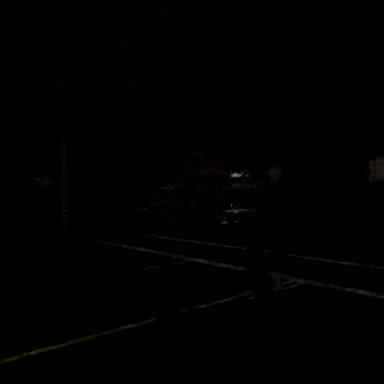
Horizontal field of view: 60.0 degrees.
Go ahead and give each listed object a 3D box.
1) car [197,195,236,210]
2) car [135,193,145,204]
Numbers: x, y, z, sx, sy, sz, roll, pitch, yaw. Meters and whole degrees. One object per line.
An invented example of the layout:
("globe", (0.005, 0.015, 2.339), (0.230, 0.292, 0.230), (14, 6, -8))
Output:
("car", (2.464, 1.045, 34.725), (1.837, 1.490, 4.892), (-2, 2, -37))
("car", (-8.850, 0.929, 49.704), (2.097, 1.767, 4.553), (-2, 1, -37))
